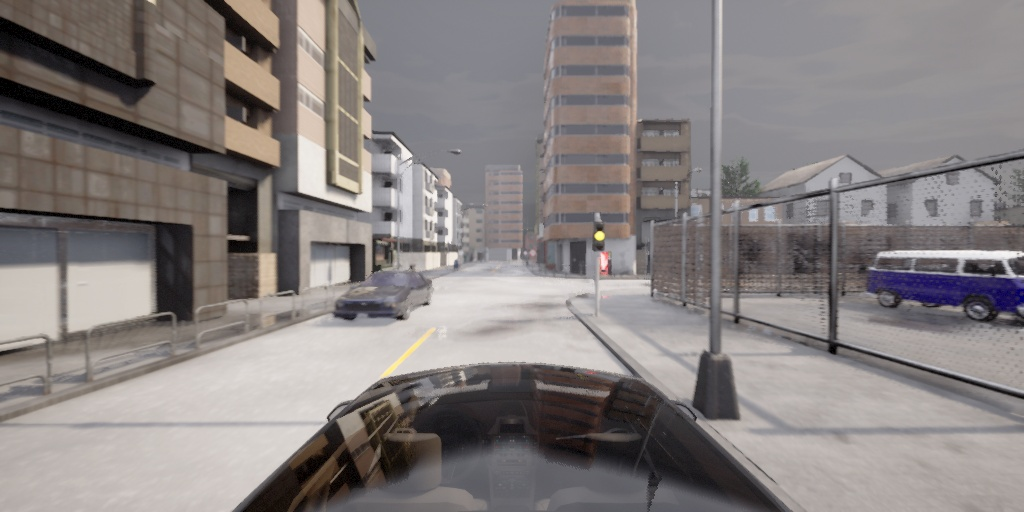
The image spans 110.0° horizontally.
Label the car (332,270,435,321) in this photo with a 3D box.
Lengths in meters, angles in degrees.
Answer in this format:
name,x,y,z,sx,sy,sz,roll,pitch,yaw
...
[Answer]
name,x,y,z,sx,sy,sz,roll,pitch,yaw
car,-4.003,1.202,12.264,2.033,1.411,5.357,0,0,0
